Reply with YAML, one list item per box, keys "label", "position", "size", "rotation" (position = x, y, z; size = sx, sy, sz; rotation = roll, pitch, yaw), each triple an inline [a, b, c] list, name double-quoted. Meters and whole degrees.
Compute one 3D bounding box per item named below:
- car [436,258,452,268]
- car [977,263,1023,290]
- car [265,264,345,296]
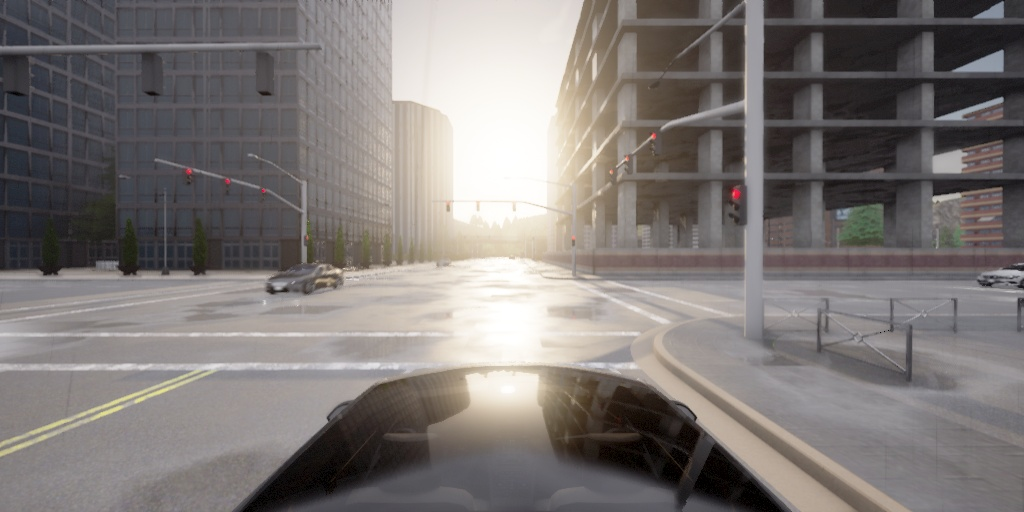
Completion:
- label: "car"
  position: [-10.503, 1.036, 55.499]
  size: [2.128, 1.511, 4.902]
  rotation: [0, 1, 0]
- label: "car"
  position: [29.652, 1.129, 20.457]
  size: [4.674, 1.442, 1.812]
  rotation: [0, 0, 0]
- label: "car"
  position: [-10.506, 1.172, 18.578]
  size: [2.128, 1.511, 4.902]
  rotation: [0, 0, 0]
